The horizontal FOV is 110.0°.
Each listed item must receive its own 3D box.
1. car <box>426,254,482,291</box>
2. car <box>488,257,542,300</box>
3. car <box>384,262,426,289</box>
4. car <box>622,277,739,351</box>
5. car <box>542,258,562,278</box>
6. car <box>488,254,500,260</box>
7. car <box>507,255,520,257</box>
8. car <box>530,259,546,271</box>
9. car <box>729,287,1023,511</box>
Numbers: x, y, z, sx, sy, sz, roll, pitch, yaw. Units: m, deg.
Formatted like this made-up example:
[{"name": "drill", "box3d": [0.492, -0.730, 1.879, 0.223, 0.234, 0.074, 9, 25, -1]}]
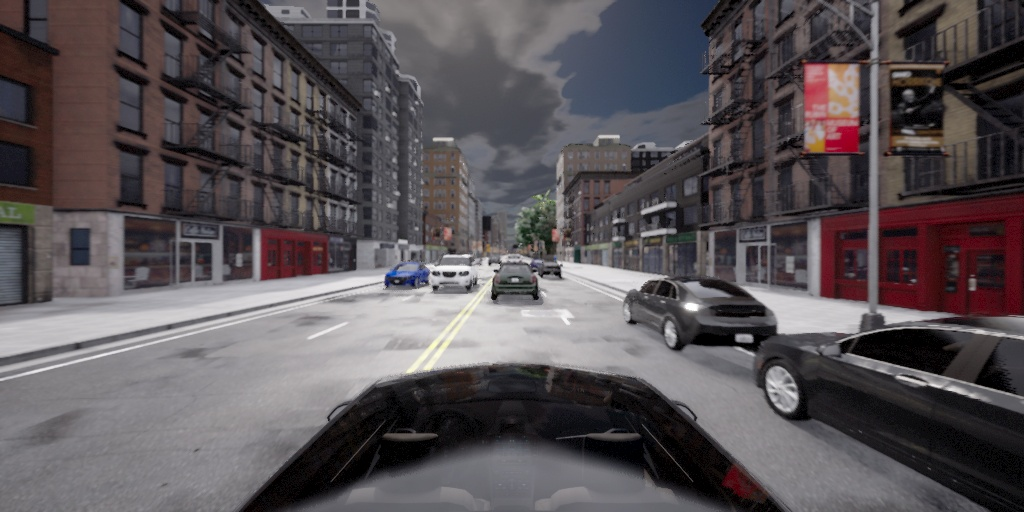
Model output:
[{"name": "car", "box3d": [-3.291, 0.915, 21.539, 2.150, 2.045, 5.566, 0, 0, 0]}, {"name": "car", "box3d": [0.147, 1.068, 17.709, 2.097, 1.767, 4.553, 0, 0, 0]}, {"name": "car", "box3d": [-6.535, 1.158, 22.864, 1.882, 1.535, 5.008, 0, 0, 0]}, {"name": "car", "box3d": [4.242, 1.253, 8.965, 1.837, 1.490, 4.892, 0, 0, 0]}, {"name": "car", "box3d": [3.385, 1.174, 32.352, 1.837, 1.490, 4.892, 0, 0, 1]}, {"name": "car", "box3d": [-3.063, 0.750, 64.060, 2.150, 2.045, 5.566, 0, 0, 1]}, {"name": "car", "box3d": [0.249, 0.819, 48.121, 2.150, 2.045, 5.566, 0, 0, 0]}, {"name": "car", "box3d": [3.434, 1.133, 47.685, 1.812, 1.442, 4.674, 0, 0, 1]}, {"name": "car", "box3d": [4.221, 1.264, 2.965, 1.837, 1.490, 4.892, 0, 0, 0]}]
